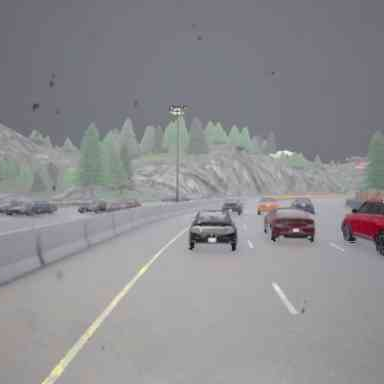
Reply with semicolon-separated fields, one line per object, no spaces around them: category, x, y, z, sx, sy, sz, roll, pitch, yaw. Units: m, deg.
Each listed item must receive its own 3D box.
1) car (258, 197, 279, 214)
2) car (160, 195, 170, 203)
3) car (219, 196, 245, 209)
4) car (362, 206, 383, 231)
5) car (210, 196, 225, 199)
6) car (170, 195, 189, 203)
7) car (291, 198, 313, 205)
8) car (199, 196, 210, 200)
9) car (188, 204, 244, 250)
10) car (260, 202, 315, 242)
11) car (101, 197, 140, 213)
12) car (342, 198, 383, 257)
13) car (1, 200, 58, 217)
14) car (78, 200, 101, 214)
car;8.065;1.374;35.016;2.097;1.767;4.553;0;0;13
car;-5.071;1.490;72.075;1.837;1.490;4.892;0;0;23
car;4.280;1.517;34.268;1.837;1.490;4.892;0;0;13
car;12.231;1.631;20.240;1.895;1.301;4.718;0;0;8
car;6.385;1.520;71.714;2.033;1.411;5.357;0;0;25
car;-2.264;1.498;69.774;1.837;1.490;4.892;0;0;23
car;11.935;1.383;36.074;2.097;1.767;4.553;0;0;14
car;3.096;1.524;72.949;1.994;1.385;4.181;0;0;25
car;0.948;1.495;14.291;2.128;1.511;4.902;0;0;5
car;4.721;1.490;16.678;1.882;1.535;5.008;0;0;6
car;-6.863;1.339;33.390;2.097;1.767;4.553;0;0;13
car;7.823;1.241;13.049;2.150;2.045;5.566;0;0;5
car;-14.569;1.516;30.733;2.033;1.411;5.357;0;0;11
car;-10.143;1.543;34.776;1.994;1.385;4.181;0;0;13
